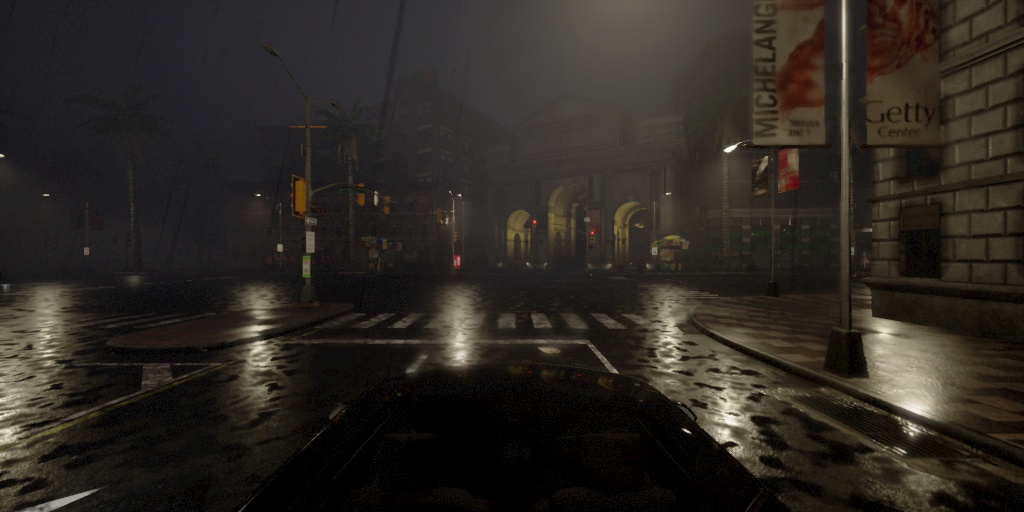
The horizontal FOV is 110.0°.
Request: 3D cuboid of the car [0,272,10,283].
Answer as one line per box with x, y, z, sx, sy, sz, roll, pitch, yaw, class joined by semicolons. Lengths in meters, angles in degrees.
-38.891;1.351;25.283;4.718;1.301;1.895;0;0;0;car
